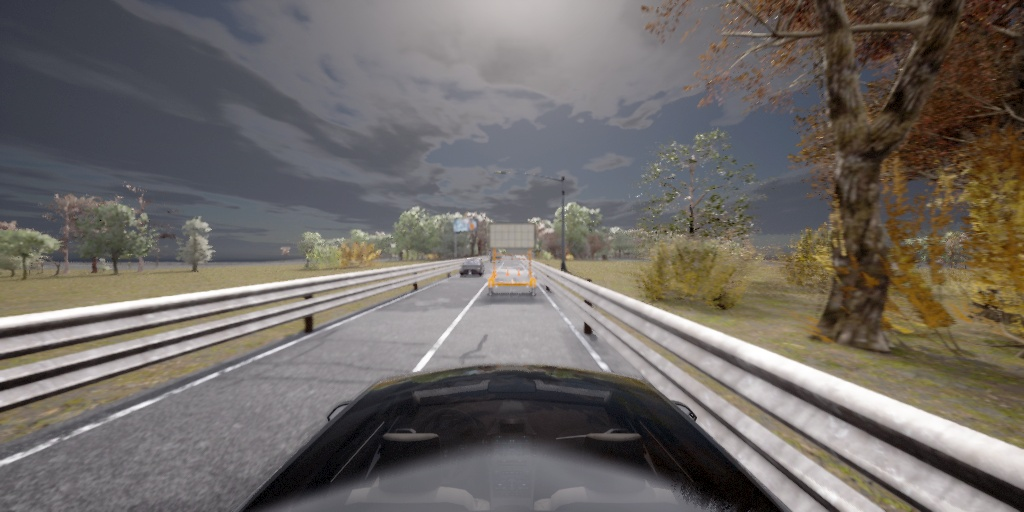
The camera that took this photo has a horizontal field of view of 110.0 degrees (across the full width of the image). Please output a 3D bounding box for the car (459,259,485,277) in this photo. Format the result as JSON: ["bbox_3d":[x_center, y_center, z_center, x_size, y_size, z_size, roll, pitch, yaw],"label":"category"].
[{"bbox_3d":[-3.347,1.007,31.294,2.033,1.411,5.357,0,1,0],"label":"car"}]

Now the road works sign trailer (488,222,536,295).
[{"bbox_3d":[0.006,0.052,18.264,2.380,3.560,2.880,0,0,0],"label":"road works sign trailer"}]
